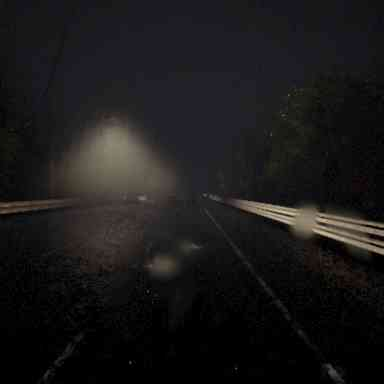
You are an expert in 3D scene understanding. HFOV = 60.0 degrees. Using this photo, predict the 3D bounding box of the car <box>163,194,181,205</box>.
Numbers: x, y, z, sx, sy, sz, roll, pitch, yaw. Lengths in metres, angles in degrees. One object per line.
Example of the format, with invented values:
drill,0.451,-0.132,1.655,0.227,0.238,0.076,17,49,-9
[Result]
car,-3.535,1.401,58.975,2.097,1.767,4.553,0,0,0

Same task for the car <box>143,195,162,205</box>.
car,-7.035,1.652,59.067,1.895,1.301,4.718,0,0,0

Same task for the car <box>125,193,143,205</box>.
car,-10.536,1.406,59.005,2.097,1.767,4.553,0,0,0

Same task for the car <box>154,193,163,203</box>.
car,-7.041,1.228,71.547,2.150,2.045,5.566,0,0,0

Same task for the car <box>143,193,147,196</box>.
car,-10.541,1.221,71.300,2.150,2.045,5.566,0,0,0

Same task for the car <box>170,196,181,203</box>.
car,-3.541,1.560,71.667,1.994,1.385,4.181,0,0,0

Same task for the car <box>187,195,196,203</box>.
car,-0.042,1.509,71.718,1.837,1.490,4.892,0,0,0

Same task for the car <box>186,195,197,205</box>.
car,-0.036,1.608,59.041,1.994,1.385,4.181,0,0,0
